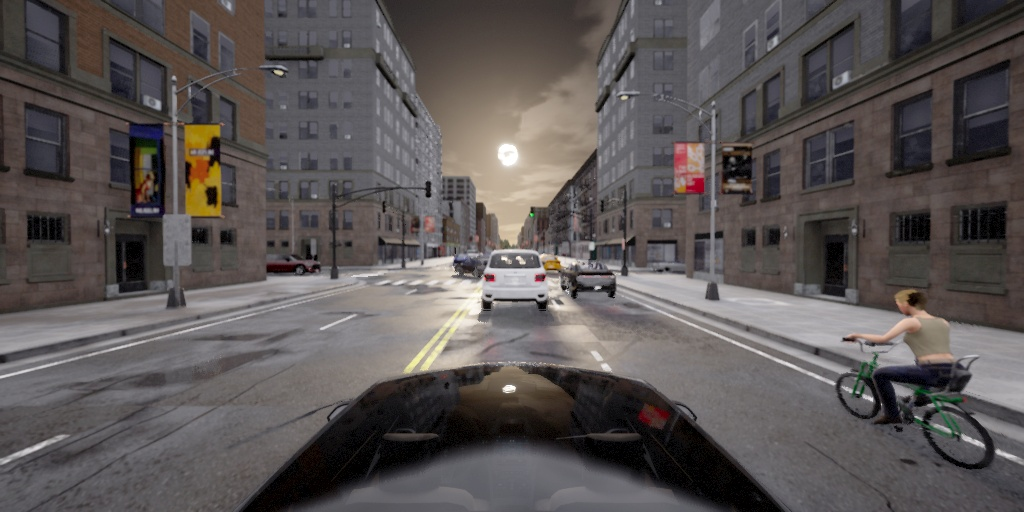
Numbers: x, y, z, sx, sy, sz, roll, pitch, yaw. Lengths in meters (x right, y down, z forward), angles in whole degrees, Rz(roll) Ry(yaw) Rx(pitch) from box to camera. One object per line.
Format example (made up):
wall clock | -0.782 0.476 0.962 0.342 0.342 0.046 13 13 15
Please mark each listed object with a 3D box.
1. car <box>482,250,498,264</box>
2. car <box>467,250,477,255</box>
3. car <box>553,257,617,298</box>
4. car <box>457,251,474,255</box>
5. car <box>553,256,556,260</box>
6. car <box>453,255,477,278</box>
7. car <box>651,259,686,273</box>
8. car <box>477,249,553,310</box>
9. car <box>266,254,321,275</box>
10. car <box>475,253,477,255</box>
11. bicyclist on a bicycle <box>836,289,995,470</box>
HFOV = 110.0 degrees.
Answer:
car | -3.332 0.047 55.787 2.150 2.045 5.566 0 1 0
car | -6.571 0.019 57.406 2.150 2.045 5.566 0 1 1
car | 3.351 0.989 16.401 2.128 1.511 4.902 0 1 0
car | -6.601 0.446 47.467 1.882 1.535 5.008 0 1 0
car | 3.340 0.692 33.067 1.882 1.535 5.008 0 1 0
car | -2.555 0.849 27.476 2.033 1.411 5.357 0 1 -33
car | 15.046 0.880 32.048 4.718 1.301 1.895 0 1 1
car | 0.098 0.769 13.577 2.150 2.045 5.566 0 1 0
car | -18.108 0.607 29.230 4.553 1.767 2.097 0 1 0
car | -3.345 0.550 46.453 1.994 1.385 4.181 0 1 0
bicyclist on a bicycle | 4.145 1.150 3.819 0.866 1.612 1.509 0 1 0
